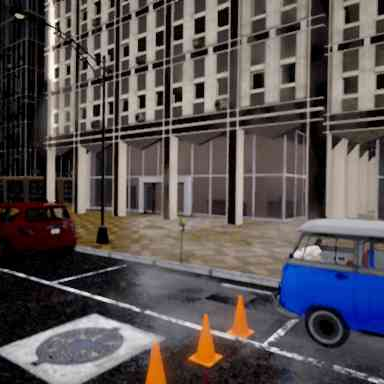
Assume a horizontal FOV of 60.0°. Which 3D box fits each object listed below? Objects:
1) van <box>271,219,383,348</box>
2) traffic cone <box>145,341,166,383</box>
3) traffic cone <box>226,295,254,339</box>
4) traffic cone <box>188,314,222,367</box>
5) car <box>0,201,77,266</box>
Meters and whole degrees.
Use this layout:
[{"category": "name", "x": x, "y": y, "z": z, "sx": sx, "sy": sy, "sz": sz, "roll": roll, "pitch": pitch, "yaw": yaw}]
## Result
[{"category": "van", "x": 3.232, "y": 1.341, "z": 4.680, "sx": 3.998, "sy": 1.788, "sz": 1.690, "roll": 0, "pitch": 1, "yaw": 36}, {"category": "traffic cone", "x": -0.400, "y": 1.940, "z": 3.647, "sx": 0.340, "sy": 0.580, "sz": 0.340, "roll": 0, "pitch": 0, "yaw": 36}, {"category": "traffic cone", "x": 0.765, "y": 1.940, "z": 5.273, "sx": 0.340, "sy": 0.580, "sz": 0.340, "roll": 0, "pitch": 0, "yaw": 36}, {"category": "traffic cone", "x": 0.182, "y": 1.940, "z": 4.460, "sx": 0.340, "sy": 0.580, "sz": 0.340, "roll": 0, "pitch": 0, "yaw": 36}, {"category": "car", "x": -6.007, "y": 1.239, "z": 11.302, "sx": 5.009, "sy": 1.841, "sz": 2.192, "roll": 0, "pitch": 1, "yaw": 36}]
